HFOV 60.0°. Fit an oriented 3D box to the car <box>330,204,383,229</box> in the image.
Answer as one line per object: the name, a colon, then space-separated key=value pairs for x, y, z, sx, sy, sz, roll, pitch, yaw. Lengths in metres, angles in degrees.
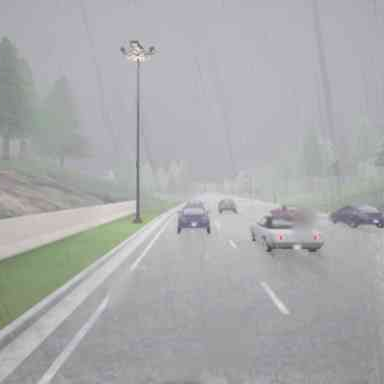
car: x=10.600 y=1.510 z=21.461 sx=1.812 sy=1.442 sz=4.674 roll=0 pitch=0 yaw=0

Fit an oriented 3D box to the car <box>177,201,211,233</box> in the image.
car: x=0.110 y=1.511 z=19.663 sx=1.812 sy=1.442 sz=4.674 roll=0 pitch=0 yaw=0

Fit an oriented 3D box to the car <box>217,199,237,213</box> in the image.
car: x=3.840 y=1.520 z=36.561 sx=2.033 sy=1.411 sz=5.357 roll=0 pitch=0 yaw=2

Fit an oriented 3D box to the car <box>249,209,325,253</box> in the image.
car: x=3.596 y=1.591 z=13.569 sx=1.895 sy=1.301 sz=4.718 roll=0 pitch=0 yaw=0

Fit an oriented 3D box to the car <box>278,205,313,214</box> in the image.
car: x=7.107 y=1.583 z=24.148 sx=1.895 sy=1.301 sz=4.718 roll=0 pitch=0 yaw=0
